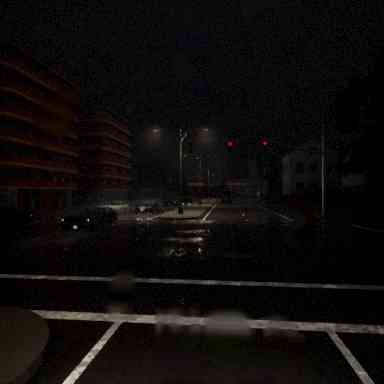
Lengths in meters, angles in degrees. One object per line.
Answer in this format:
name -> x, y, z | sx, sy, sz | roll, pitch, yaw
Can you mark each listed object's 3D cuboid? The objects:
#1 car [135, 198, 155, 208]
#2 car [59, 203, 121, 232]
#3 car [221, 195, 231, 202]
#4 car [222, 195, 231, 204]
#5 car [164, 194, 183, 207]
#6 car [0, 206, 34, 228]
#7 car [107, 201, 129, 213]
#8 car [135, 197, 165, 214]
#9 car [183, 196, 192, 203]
car -> -6.749, 1.563, 48.415 | 1.994, 1.385, 4.181 | 0, 0, 6
car -> -6.139, 1.601, 20.286 | 1.895, 1.301, 4.718 | 0, 0, 6
car -> 7.730, 1.523, 75.654 | 2.128, 1.511, 4.902 | 0, 0, 6
car -> 6.788, 1.503, 65.615 | 1.837, 1.490, 4.892 | 0, -1, 6
car -> -3.004, 1.507, 50.592 | 1.837, 1.490, 4.892 | 0, -1, 6
car -> -12.723, 1.547, 20.425 | 5.357, 1.411, 2.033 | 0, 0, -37
car -> -8.145, 1.600, 34.914 | 1.895, 1.301, 4.718 | 0, 0, 6
car -> -4.625, 1.491, 34.936 | 2.128, 1.511, 4.902 | 0, 0, 6
car -> -0.961, 1.547, 69.442 | 2.033, 1.411, 5.357 | 0, 0, 6
